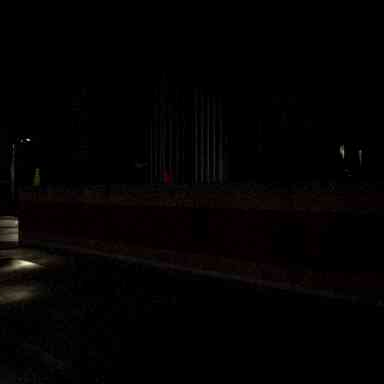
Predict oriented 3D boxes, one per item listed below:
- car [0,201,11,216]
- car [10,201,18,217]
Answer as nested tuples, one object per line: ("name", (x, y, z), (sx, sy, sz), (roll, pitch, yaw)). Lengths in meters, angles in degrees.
("car", (-16.455, 1.547, 29.138), (2.128, 1.511, 4.902), (0, 0, 37))
("car", (-12.297, 1.603, 28.858), (2.033, 1.411, 5.357), (0, 0, 37))
